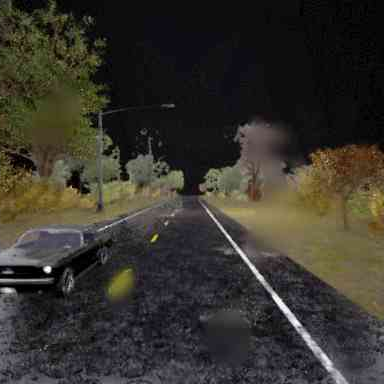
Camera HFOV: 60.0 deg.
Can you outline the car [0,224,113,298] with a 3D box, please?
[{"bbox_3d":[-3.498,1.561,8.534,1.895,1.301,4.718,0,0,0],"label":"car"}]
